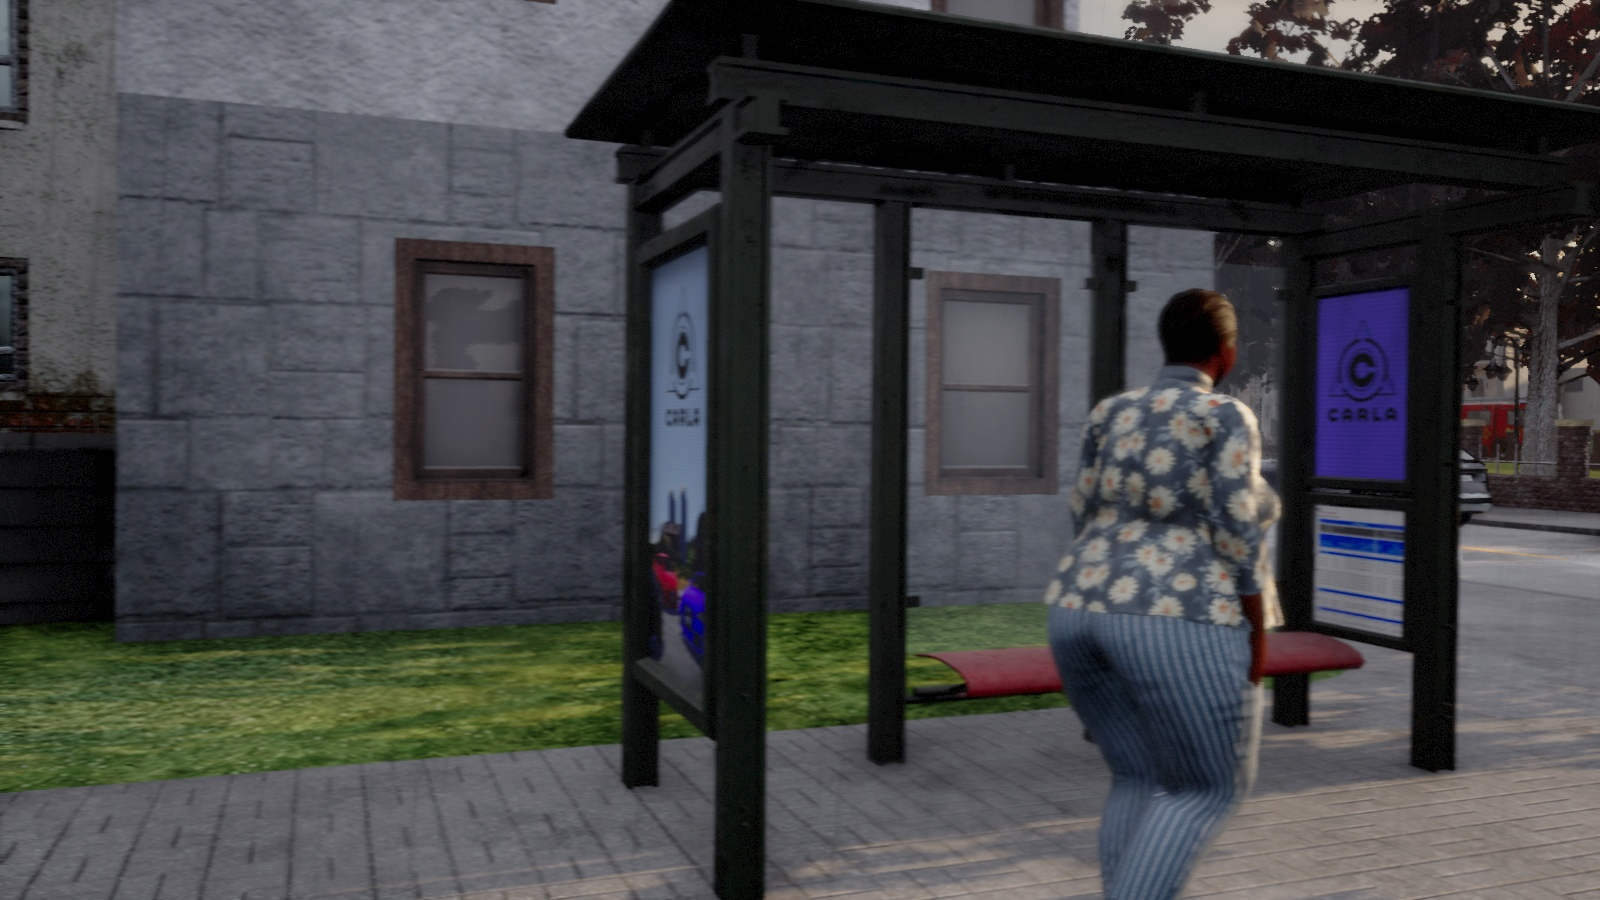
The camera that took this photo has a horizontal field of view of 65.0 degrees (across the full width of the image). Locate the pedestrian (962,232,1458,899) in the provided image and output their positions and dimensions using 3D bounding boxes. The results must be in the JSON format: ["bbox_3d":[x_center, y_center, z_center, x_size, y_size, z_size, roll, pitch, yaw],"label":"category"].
[{"bbox_3d":[1.070,0.441,3.353,0.900,1.855,0.874,-1,1,-31],"label":"pedestrian"}]

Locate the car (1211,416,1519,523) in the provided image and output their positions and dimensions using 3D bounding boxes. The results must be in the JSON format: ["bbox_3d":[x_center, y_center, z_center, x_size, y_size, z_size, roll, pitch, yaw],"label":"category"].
[{"bbox_3d":[9.743,0.262,22.143,2.033,1.649,4.856,-1,1,-23],"label":"car"}]

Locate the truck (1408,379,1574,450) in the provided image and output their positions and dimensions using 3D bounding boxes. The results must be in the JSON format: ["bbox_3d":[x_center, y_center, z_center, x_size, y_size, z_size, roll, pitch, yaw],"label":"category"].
[{"bbox_3d":[39.240,-1.959,71.743,2.891,3.827,8.468,-1,1,-21],"label":"truck"}]
